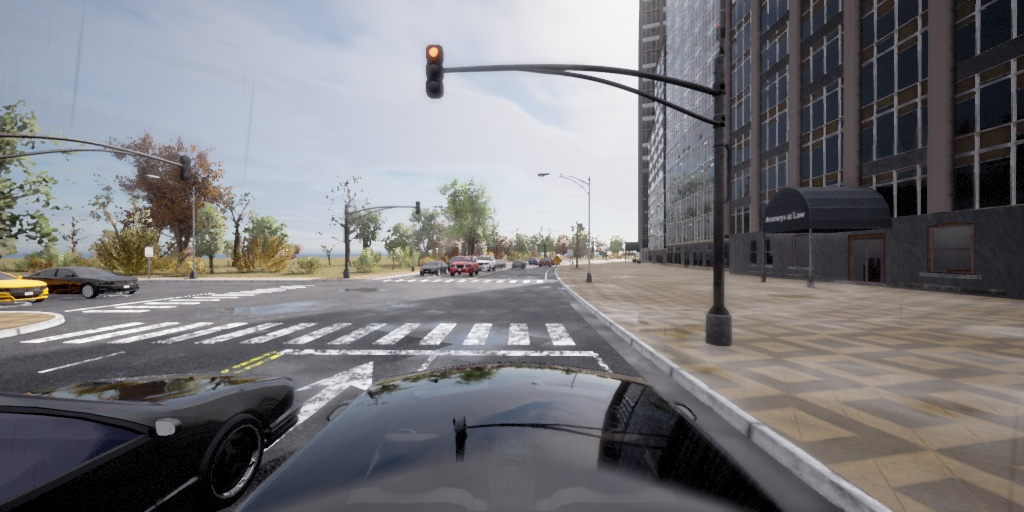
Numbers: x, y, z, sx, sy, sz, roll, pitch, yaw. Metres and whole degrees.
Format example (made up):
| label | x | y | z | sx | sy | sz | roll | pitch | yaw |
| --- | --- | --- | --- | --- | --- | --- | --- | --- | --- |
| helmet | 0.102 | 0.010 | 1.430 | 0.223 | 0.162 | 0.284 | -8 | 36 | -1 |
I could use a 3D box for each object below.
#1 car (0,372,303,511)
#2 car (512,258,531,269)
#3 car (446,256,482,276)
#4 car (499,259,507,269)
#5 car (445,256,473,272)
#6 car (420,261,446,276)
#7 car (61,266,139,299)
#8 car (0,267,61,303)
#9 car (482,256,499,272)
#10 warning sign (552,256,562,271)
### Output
| label | x | y | z | sx | sy | sz | roll | pitch | yaw |
| --- | --- | --- | --- | --- | --- | --- | --- | --- | --- |
| car | -3.127 | 1.298 | 1.264 | 2.033 | 1.411 | 5.357 | 0 | 0 | 1 |
| car | 1.211 | 1.244 | 56.358 | 2.128 | 1.511 | 4.902 | 0 | 0 | 9 |
| car | -4.778 | 0.969 | 36.750 | 2.150 | 2.045 | 5.566 | 0 | 0 | 3 |
| car | -2.133 | 1.277 | 57.140 | 1.812 | 1.442 | 4.674 | 0 | 0 | 9 |
| car | -6.851 | 0.969 | 47.056 | 2.150 | 2.045 | 5.566 | 0 | 0 | 7 |
| car | -7.971 | 1.251 | 37.037 | 1.837 | 1.490 | 4.892 | 0 | 0 | 6 |
| car | -21.836 | 1.275 | 18.162 | 5.008 | 1.535 | 1.882 | 0 | 0 | 4 |
| car | -22.477 | 1.288 | 14.941 | 5.008 | 1.535 | 1.882 | 0 | 0 | 3 |
| car | -3.577 | 0.970 | 47.046 | 2.150 | 2.045 | 5.566 | 0 | 0 | 8 |
| warning sign | 5.511 | 0.868 | 43.966 | 1.300 | 1.860 | 1.060 | 0 | 0 | 7 |
